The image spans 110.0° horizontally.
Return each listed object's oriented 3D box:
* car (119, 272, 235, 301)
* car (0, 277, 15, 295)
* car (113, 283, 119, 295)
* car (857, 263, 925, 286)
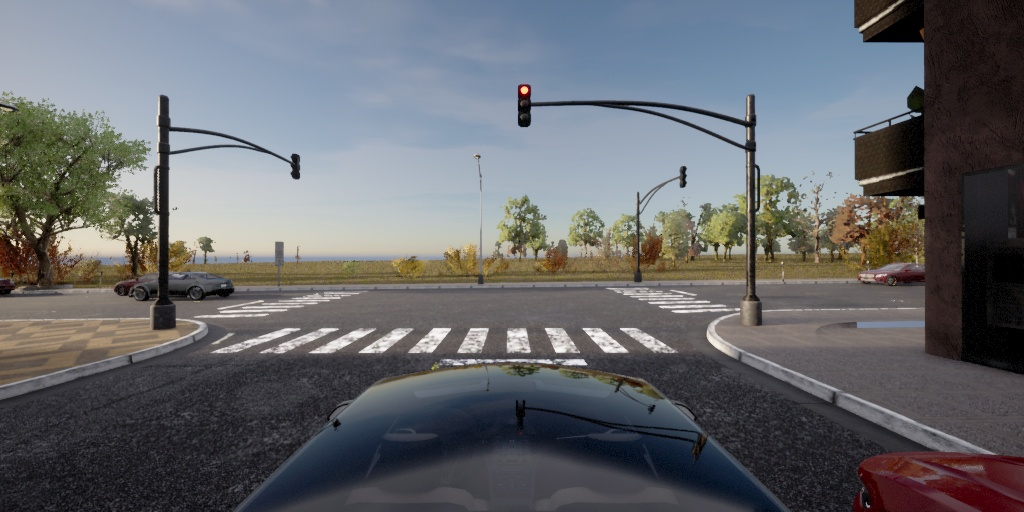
[{"bbox_3d":[-16.717,1.501,18.275,4.181,1.385,1.994,-1,0,0],"label":"car"},{"bbox_3d":[-31.639,1.707,20.815,4.207,1.307,1.802,0,0,0],"label":"car"},{"bbox_3d":[-20.556,1.574,20.937,4.207,1.307,1.802,0,0,0],"label":"car"},{"bbox_3d":[22.951,1.055,21.144,4.207,1.307,1.802,0,0,0],"label":"car"}]
